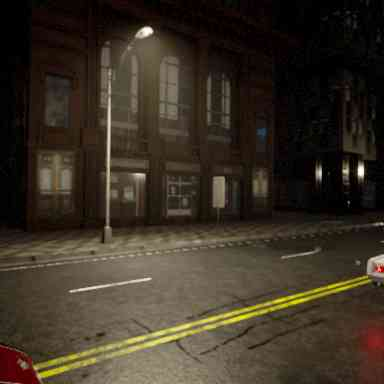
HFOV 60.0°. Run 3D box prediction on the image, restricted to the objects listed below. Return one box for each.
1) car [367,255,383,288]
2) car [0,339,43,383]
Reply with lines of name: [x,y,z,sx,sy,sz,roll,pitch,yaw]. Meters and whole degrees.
car: [6.206,1.687,7.852,4.718,1.301,1.895,1,0,-35]
car: [-2.948,1.335,1.339,4.553,1.767,2.097,1,0,-35]
